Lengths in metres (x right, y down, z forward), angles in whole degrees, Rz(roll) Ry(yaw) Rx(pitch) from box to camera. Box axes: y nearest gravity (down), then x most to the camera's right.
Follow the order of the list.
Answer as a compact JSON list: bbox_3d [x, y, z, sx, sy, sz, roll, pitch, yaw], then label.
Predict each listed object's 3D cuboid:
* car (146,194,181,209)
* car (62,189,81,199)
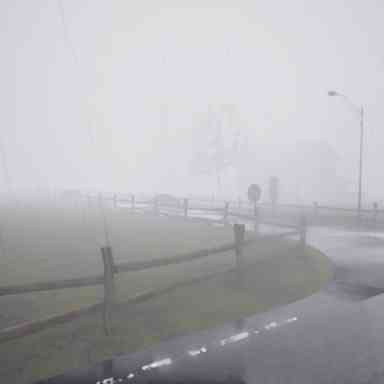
[{"bbox_3d":[-2.880,0.888,33.004,1.812,1.442,4.674,1,1,-35],"label":"car"},{"bbox_3d":[-18.314,0.299,50.259,2.128,1.511,4.902,1,1,-35],"label":"car"}]
